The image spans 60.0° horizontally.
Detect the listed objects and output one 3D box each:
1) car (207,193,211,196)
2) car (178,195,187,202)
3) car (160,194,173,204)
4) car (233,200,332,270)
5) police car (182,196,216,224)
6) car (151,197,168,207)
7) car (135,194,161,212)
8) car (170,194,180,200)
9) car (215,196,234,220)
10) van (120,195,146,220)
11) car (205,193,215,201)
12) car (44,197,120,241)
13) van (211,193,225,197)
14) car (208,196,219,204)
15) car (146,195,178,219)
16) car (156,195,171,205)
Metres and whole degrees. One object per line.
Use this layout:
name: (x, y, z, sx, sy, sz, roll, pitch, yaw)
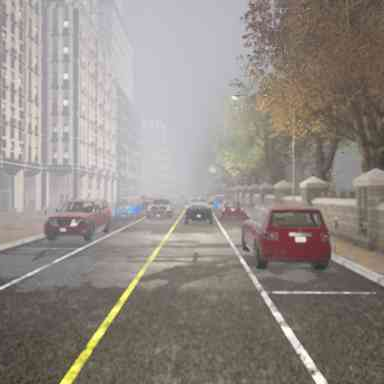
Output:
car: (3.579, 1.322, 49.281, 1.967, 1.590, 4.097, 1, 0, 1)
car: (-1.741, 1.310, 68.933, 1.837, 1.490, 4.892, 0, 0, 1)
car: (-4.587, 1.283, 60.421, 1.967, 1.590, 4.097, 1, 0, 1)
car: (2.837, 1.296, 10.938, 2.192, 1.841, 5.009, 1, 0, 1)
police car: (0.498, 1.375, 24.380, 1.930, 1.638, 5.238, 0, 0, 1)
car: (-4.800, 1.430, 49.474, 2.008, 1.369, 4.403, 1, 0, 1)
car: (-5.010, 1.227, 38.527, 2.192, 1.841, 5.009, 1, 0, 1)
car: (-4.163, 1.309, 82.314, 2.008, 1.369, 4.403, 1, 0, 1)
car: (3.154, 1.384, 27.371, 1.967, 1.590, 4.097, 1, 0, 1)
van: (-5.223, 1.282, 27.581, 1.690, 1.788, 3.998, 1, 0, 1)
car: (4.112, 1.098, 76.670, 2.192, 1.841, 5.009, 1, 0, 1)
car: (-5.435, 1.282, 16.634, 2.192, 1.841, 5.009, 1, 0, 1)
van: (3.368, 1.256, 38.326, 1.690, 1.788, 3.998, 1, 0, 1)
car: (3.790, 1.427, 60.237, 1.802, 1.307, 4.206, 1, 0, 1)
car: (-2.620, 1.291, 28.552, 2.097, 1.767, 4.553, 0, 0, 1)
car: (-4.693, 1.301, 54.948, 1.967, 1.590, 4.097, 1, 0, 1)
